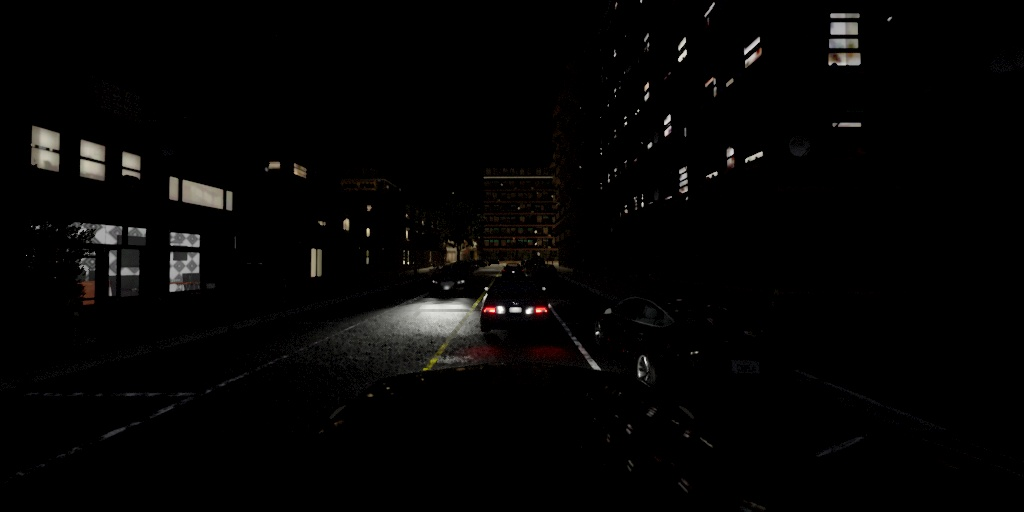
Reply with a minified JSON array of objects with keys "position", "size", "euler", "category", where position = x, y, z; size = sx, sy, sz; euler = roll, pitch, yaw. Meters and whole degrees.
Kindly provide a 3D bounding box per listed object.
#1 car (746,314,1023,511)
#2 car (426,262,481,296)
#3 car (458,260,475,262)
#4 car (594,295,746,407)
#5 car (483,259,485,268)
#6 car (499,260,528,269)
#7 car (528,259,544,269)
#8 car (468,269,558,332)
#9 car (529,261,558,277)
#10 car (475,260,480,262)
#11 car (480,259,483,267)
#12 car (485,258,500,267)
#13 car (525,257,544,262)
[{"position":[2.691,1.189,0.536],"size":[1.967,1.591,4.097],"euler":[0,0,0],"category":"car"},{"position":[-3.098,1.247,19.491],"size":[2.128,1.511,4.902],"euler":[0,0,0],"category":"car"},{"position":[-5.652,1.205,40.284],"size":[1.967,1.591,4.097],"euler":[0,0,0],"category":"car"},{"position":[2.692,1.317,6.223],"size":[1.948,1.339,4.313],"euler":[0,0,0],"category":"car"},{"position":[-5.649,1.348,63.031],"size":[1.948,1.339,4.313],"euler":[0,0,0],"category":"car"},{"position":[0.104,1.325,32.288],"size":[1.994,1.385,4.181],"euler":[0,0,0],"category":"car"},{"position":[2.695,1.288,34.825],"size":[1.751,1.417,4.829],"euler":[0,0,0],"category":"car"},{"position":[0.096,1.300,10.841],"size":[2.033,1.411,5.357],"euler":[0,0,0],"category":"car"},{"position":[2.694,1.310,28.969],"size":[2.007,1.370,4.403],"euler":[0,0,0],"category":"car"},{"position":[-5.652,1.209,45.972],"size":[1.967,1.591,4.097],"euler":[0,0,0],"category":"car"},{"position":[-5.651,1.355,51.658],"size":[1.802,1.307,4.207],"euler":[0,0,0],"category":"car"},{"position":[-2.993,1.029,60.441],"size":[1.895,1.301,4.718],"euler":[0,0,0],"category":"car"},{"position":[2.695,1.080,40.343],"size":[2.192,1.841,5.009],"euler":[0,0,0],"category":"car"}]
